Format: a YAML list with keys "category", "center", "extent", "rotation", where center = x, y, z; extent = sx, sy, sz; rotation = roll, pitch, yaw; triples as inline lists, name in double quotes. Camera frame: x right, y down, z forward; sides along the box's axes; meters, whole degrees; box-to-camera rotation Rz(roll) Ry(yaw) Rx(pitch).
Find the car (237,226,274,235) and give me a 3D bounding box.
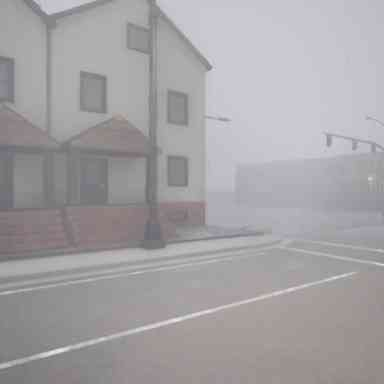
- category: "car"
  center: [4.734, 3.621, 28.719]
  extent: [1.895, 1.301, 4.718]
  rotation: [-1, -12, -36]
